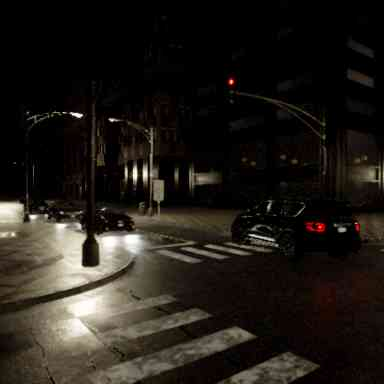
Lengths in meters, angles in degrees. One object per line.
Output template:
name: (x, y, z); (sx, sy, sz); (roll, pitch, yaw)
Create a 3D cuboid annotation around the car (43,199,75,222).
car: (-9.851, 1.451, 25.686); (1.812, 1.442, 4.674); (0, 0, -35)

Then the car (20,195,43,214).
car: (-15.918, 1.399, 34.101); (1.837, 1.490, 4.892); (0, 0, -36)

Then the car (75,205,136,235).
car: (-4.816, 1.516, 18.728); (1.994, 1.385, 4.181); (0, 0, -35)

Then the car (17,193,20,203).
car: (-27.574, 1.345, 55.676); (1.837, 1.490, 4.892); (0, 0, -36)

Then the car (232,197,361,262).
car: (3.563, 1.217, 12.485); (2.150, 2.045, 5.566); (2, 0, -20)
